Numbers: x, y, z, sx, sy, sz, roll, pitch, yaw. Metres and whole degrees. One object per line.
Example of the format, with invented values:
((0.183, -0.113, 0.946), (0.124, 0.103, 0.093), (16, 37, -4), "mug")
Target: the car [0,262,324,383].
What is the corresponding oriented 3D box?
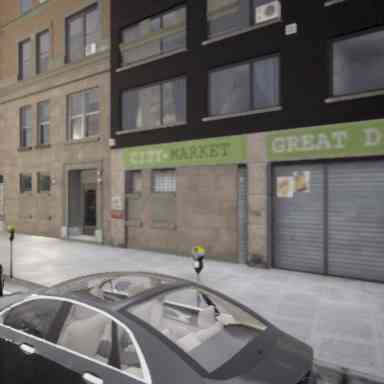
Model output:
((-0.954, 1.552, 3.530), (4.403, 1.369, 2.008), (0, 0, 35), "car")
